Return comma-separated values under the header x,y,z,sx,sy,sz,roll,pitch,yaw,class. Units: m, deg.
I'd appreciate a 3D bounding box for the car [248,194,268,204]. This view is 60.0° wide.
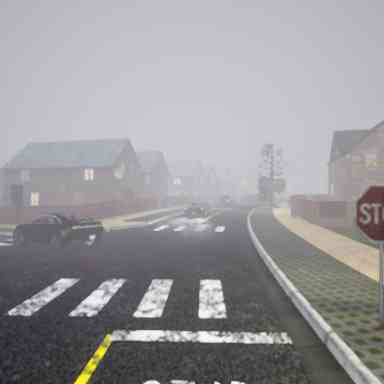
x,y,z,sx,sy,sz,roll,pitch,yaw,class
11.560,1.041,56.687,2.097,1.767,4.553,0,0,23,car

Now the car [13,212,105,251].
x,y,z,sx,sy,sz,roll,pitch,yaw,class
-6.026,1.657,14.792,4.902,1.511,2.128,-2,-1,35,car

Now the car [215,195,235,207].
x,y,z,sx,sy,sz,roll,pitch,yaw,class
4.530,1.143,45.660,2.097,1.767,4.553,0,0,18,car

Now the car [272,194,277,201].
x,y,z,sx,sy,sz,roll,pitch,yaw,class
15.518,1.116,65.881,1.837,1.490,4.892,0,0,27,car

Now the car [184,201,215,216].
x,y,z,sx,sy,sz,roll,pitch,yaw,class
0.592,1.482,30.681,1.895,1.301,4.718,0,0,12,car

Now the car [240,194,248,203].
x,y,z,sx,sy,sz,roll,pitch,yaw,class
10.217,1.196,60.964,1.882,1.535,5.008,0,0,23,car
